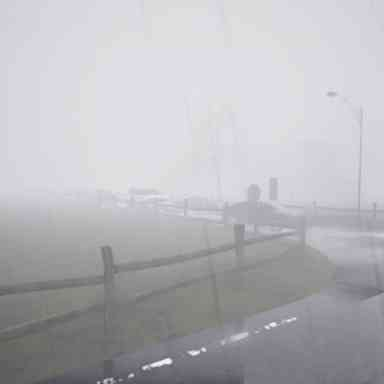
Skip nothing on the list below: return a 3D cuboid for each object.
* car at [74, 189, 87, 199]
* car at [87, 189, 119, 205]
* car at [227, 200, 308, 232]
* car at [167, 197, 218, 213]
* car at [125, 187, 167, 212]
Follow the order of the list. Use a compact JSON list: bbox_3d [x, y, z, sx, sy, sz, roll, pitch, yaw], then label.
[{"bbox_3d":[-17.618,0.274,54.078,1.882,1.535,5.008,1,1,-35],"label":"car"},{"bbox_3d":[-10.016,0.507,38.169,2.097,1.767,4.553,1,1,-35],"label":"car"},{"bbox_3d":[3.943,1.195,18.302,1.882,1.535,5.008,1,1,-35],"label":"car"},{"bbox_3d":[0.123,1.100,28.883,1.895,1.301,4.718,1,1,-35],"label":"car"},{"bbox_3d":[-4.022,0.618,29.634,2.150,2.045,5.566,1,1,-35],"label":"car"}]
